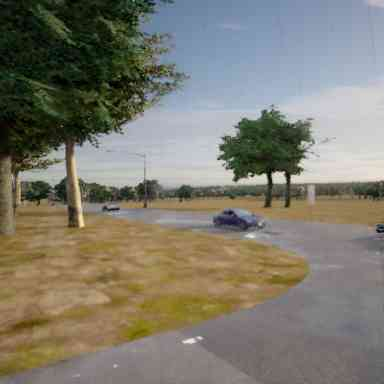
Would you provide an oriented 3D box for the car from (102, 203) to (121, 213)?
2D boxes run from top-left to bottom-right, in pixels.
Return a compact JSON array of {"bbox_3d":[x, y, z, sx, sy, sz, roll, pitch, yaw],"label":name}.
[{"bbox_3d":[-12.571,2.377,51.432,2.033,1.411,5.357,-2,0,-28],"label":"car"}]

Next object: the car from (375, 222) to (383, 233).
[{"bbox_3d":[12.485,1.773,17.063,2.033,1.411,5.357,-2,1,-34],"label":"car"}]

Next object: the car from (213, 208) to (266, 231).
[{"bbox_3d":[3.341,1.928,24.348,1.812,1.442,4.674,-2,1,-32],"label":"car"}]
